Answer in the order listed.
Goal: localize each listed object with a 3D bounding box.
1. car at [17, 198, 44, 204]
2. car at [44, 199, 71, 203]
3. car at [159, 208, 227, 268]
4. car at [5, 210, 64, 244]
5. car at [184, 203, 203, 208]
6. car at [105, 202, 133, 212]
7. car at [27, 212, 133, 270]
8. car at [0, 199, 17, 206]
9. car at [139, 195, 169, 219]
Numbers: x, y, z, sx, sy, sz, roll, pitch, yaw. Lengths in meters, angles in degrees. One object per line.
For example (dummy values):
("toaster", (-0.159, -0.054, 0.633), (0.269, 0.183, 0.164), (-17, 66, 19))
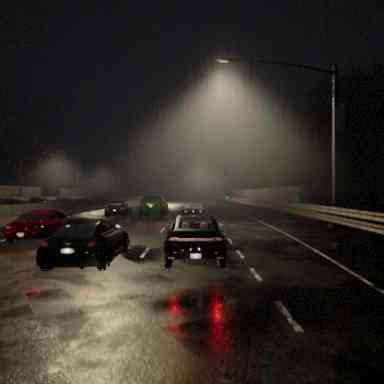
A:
("car", (-21.072, 1.590, 44.914), (1.837, 1.490, 4.892), (0, -1, 0))
("car", (-17.574, 1.632, 45.127), (2.033, 1.411, 5.357), (0, 0, 0))
("car", (0.101, 1.506, 11.365), (2.128, 1.511, 4.902), (0, 0, 0))
("car", (-6.898, 1.547, 15.681), (1.812, 1.442, 4.674), (0, 0, 0))
("car", (0.103, 1.649, 29.513), (1.895, 1.301, 4.718), (0, 0, 0))
("car", (-6.897, 1.616, 31.604), (1.994, 1.385, 4.181), (0, 0, 0))
("car", (-3.400, 1.578, 11.070), (1.994, 1.385, 4.181), (0, 0, 0))
("car", (-24.569, 1.608, 44.622), (1.812, 1.442, 4.674), (0, 0, 0))
("car", (-3.396, 1.271, 30.119), (2.150, 2.045, 5.566), (0, 0, 0))
